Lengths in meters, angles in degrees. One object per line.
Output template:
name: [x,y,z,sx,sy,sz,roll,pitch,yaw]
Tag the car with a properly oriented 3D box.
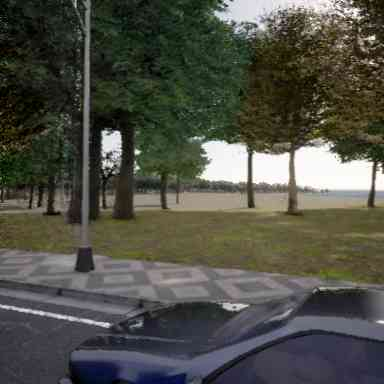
car: [1.372,1.540,2.515,5.357,1.411,2.033,0,0,32]
